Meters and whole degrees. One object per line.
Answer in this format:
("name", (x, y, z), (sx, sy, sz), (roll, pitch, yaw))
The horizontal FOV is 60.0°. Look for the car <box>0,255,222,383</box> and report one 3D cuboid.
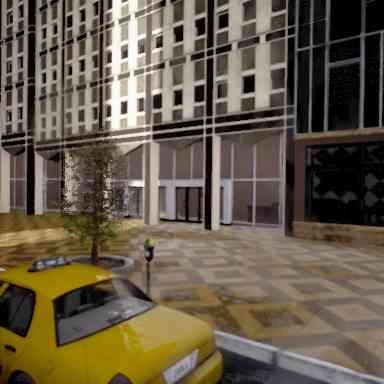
("car", (-1.974, 1.501, 4.274), (4.829, 1.417, 1.752), (0, 1, 36))
